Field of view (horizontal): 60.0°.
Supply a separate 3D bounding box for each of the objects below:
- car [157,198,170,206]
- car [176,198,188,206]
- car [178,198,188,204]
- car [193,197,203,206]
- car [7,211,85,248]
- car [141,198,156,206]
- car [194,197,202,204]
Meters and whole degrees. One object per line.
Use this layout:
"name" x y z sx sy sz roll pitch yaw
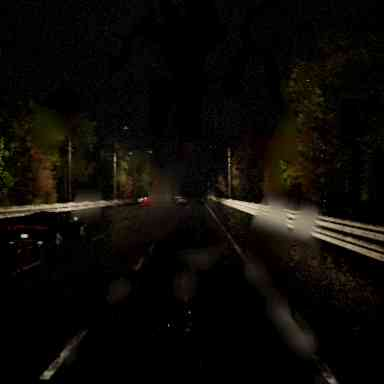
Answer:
"car" -5.745 2.061 70.584 1.882 1.535 5.008 -1 0 1
"car" -2.288 2.067 68.426 2.033 1.411 5.357 -1 0 1
"car" -2.080 2.055 78.845 1.994 1.385 4.181 -1 0 1
"car" 1.211 1.967 68.357 1.882 1.535 5.008 -1 0 1
"car" -6.742 1.659 15.952 1.882 1.535 5.008 -1 -1 1
"car" -9.286 2.078 68.567 1.882 1.535 5.008 -1 0 1
"car" 1.419 1.943 78.776 1.882 1.535 5.008 -1 0 1
